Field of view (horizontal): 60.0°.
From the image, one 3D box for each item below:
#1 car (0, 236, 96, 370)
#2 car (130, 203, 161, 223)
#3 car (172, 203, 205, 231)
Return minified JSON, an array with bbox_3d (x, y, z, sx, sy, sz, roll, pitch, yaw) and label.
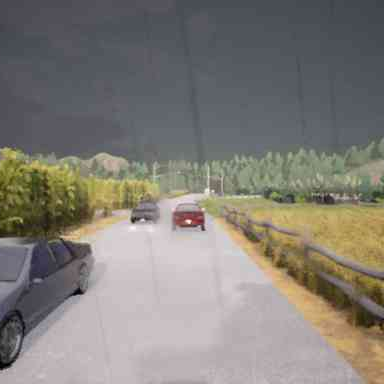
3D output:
[{"bbox_3d":[-3.242,1.553,5.944,2.033,1.411,5.357,0,0,-1],"label":"car"},{"bbox_3d":[-3.375,1.506,25.167,2.033,1.411,5.357,0,0,-1],"label":"car"},{"bbox_3d":[-0.220,1.429,20.471,1.882,1.535,5.008,0,0,-1],"label":"car"}]
